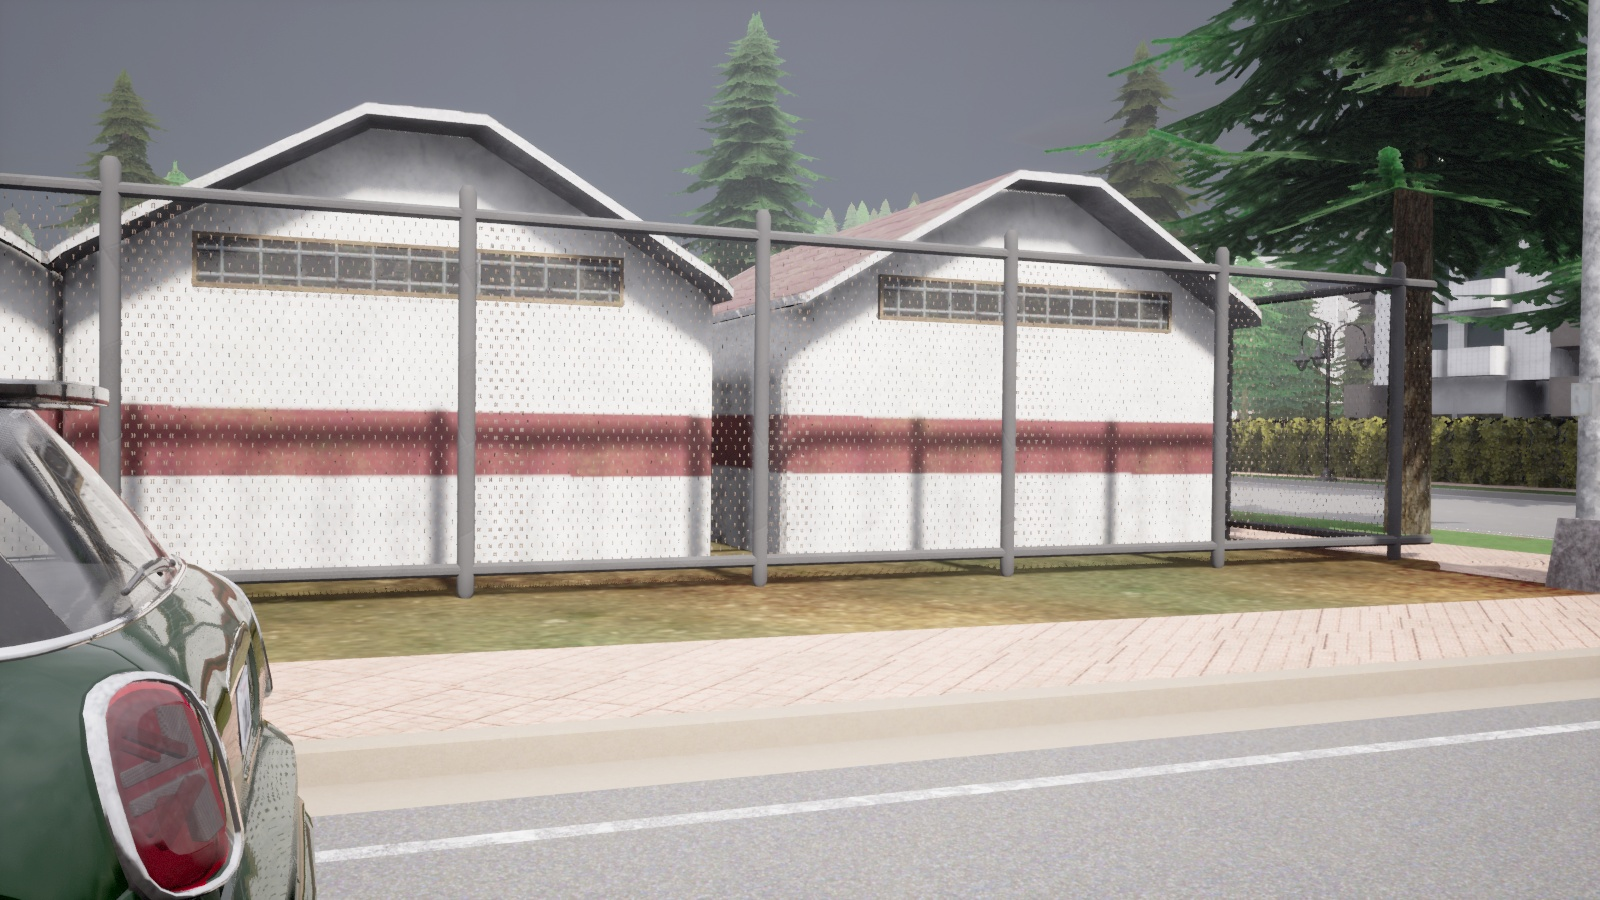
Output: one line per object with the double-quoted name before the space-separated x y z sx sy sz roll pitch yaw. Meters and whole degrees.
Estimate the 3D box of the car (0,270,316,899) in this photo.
"car" -3.231 0.659 2.011 4.553 1.767 2.097 -1 1 -21
